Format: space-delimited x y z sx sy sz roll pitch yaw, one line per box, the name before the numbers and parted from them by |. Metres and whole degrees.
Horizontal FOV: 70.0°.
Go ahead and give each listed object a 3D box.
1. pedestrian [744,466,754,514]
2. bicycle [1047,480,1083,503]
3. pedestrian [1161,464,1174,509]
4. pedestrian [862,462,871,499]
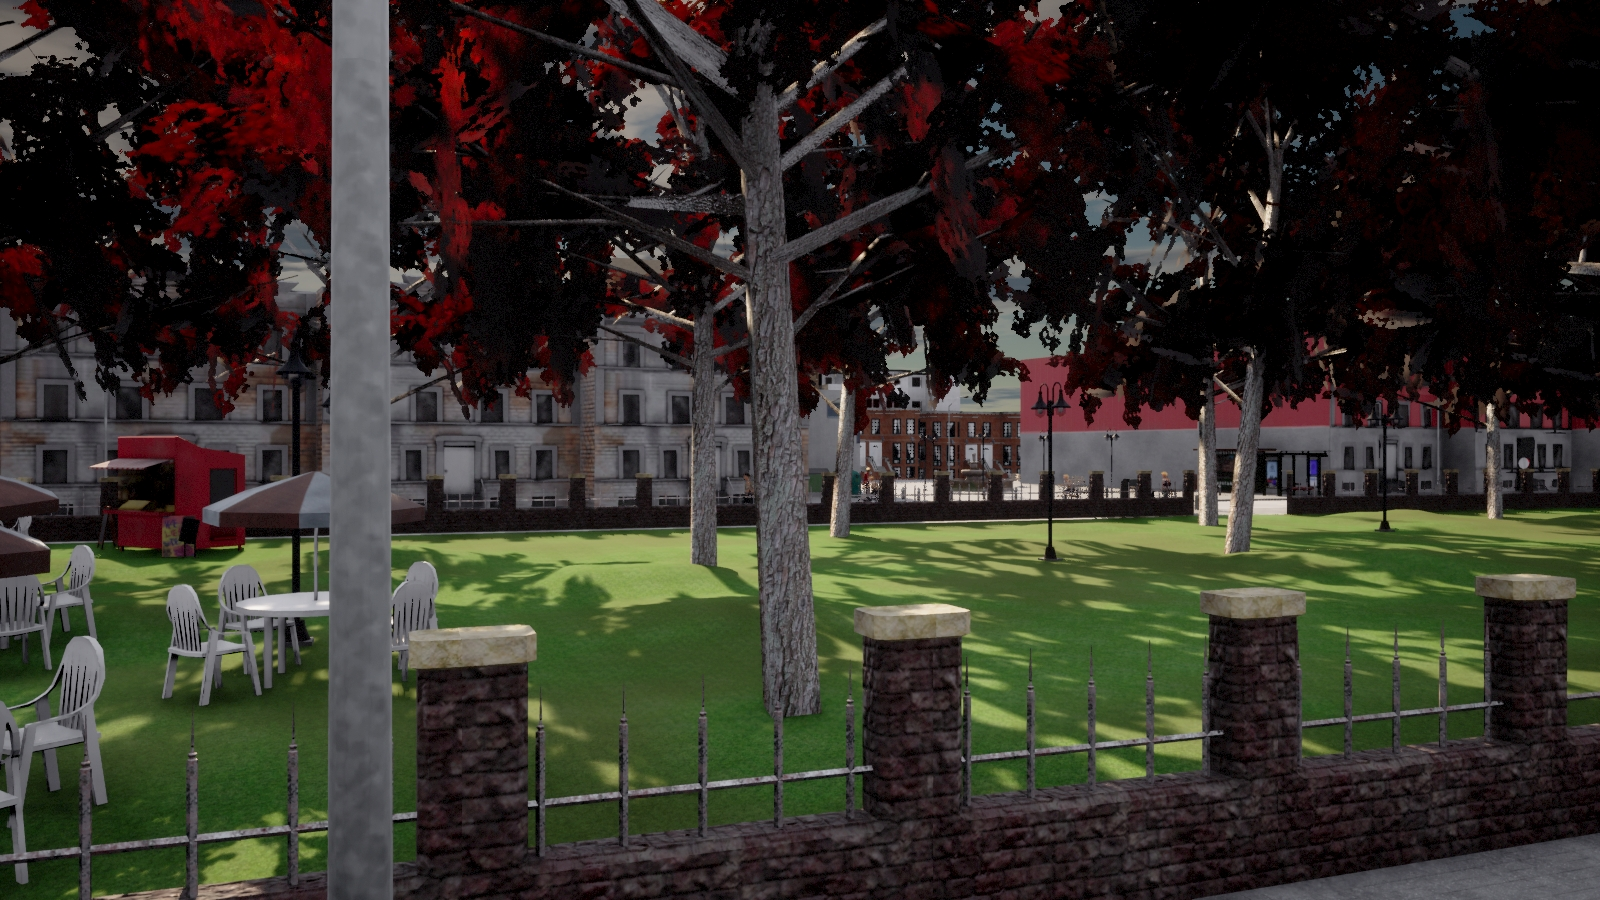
pedestrian | -1.946 1.528 43.787 0.375 1.860 0.375 0 0 2
bicycle | 13.175 2.049 56.837 1.487 1.080 0.859 0 0 -20
pedestrian | 15.525 1.538 48.304 0.375 1.860 0.375 0 0 -19
pedestrian | 3.332 1.534 57.419 0.375 1.860 0.375 0 0 -16
